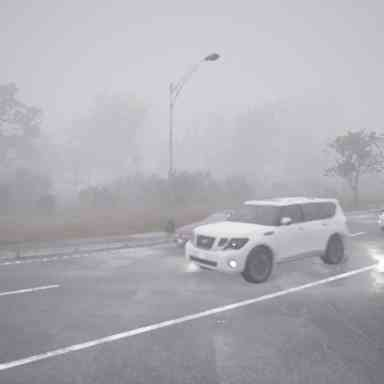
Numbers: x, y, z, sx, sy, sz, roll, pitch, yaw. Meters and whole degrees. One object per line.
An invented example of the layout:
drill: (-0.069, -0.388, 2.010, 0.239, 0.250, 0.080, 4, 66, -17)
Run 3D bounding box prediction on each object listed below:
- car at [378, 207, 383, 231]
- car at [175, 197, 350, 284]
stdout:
car: (11.450, 0.854, 16.391, 5.566, 2.045, 2.150, -3, 2, -35)
car: (2.488, 1.212, 10.025, 5.566, 2.045, 2.150, -1, 1, -35)
